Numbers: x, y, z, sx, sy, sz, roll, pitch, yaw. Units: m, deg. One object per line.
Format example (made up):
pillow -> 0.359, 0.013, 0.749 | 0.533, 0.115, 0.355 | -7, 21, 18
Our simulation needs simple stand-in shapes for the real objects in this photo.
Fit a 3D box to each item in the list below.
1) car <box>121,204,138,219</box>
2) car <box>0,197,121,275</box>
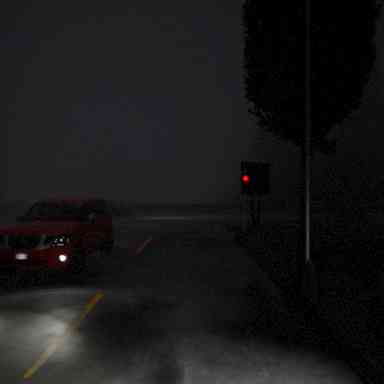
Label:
car -> -7.087, 1.448, 28.164 | 4.902, 1.511, 2.128 | 0, 0, 0
car -> -4.069, 1.203, 10.739 | 2.150, 2.045, 5.566 | 0, 0, 0
